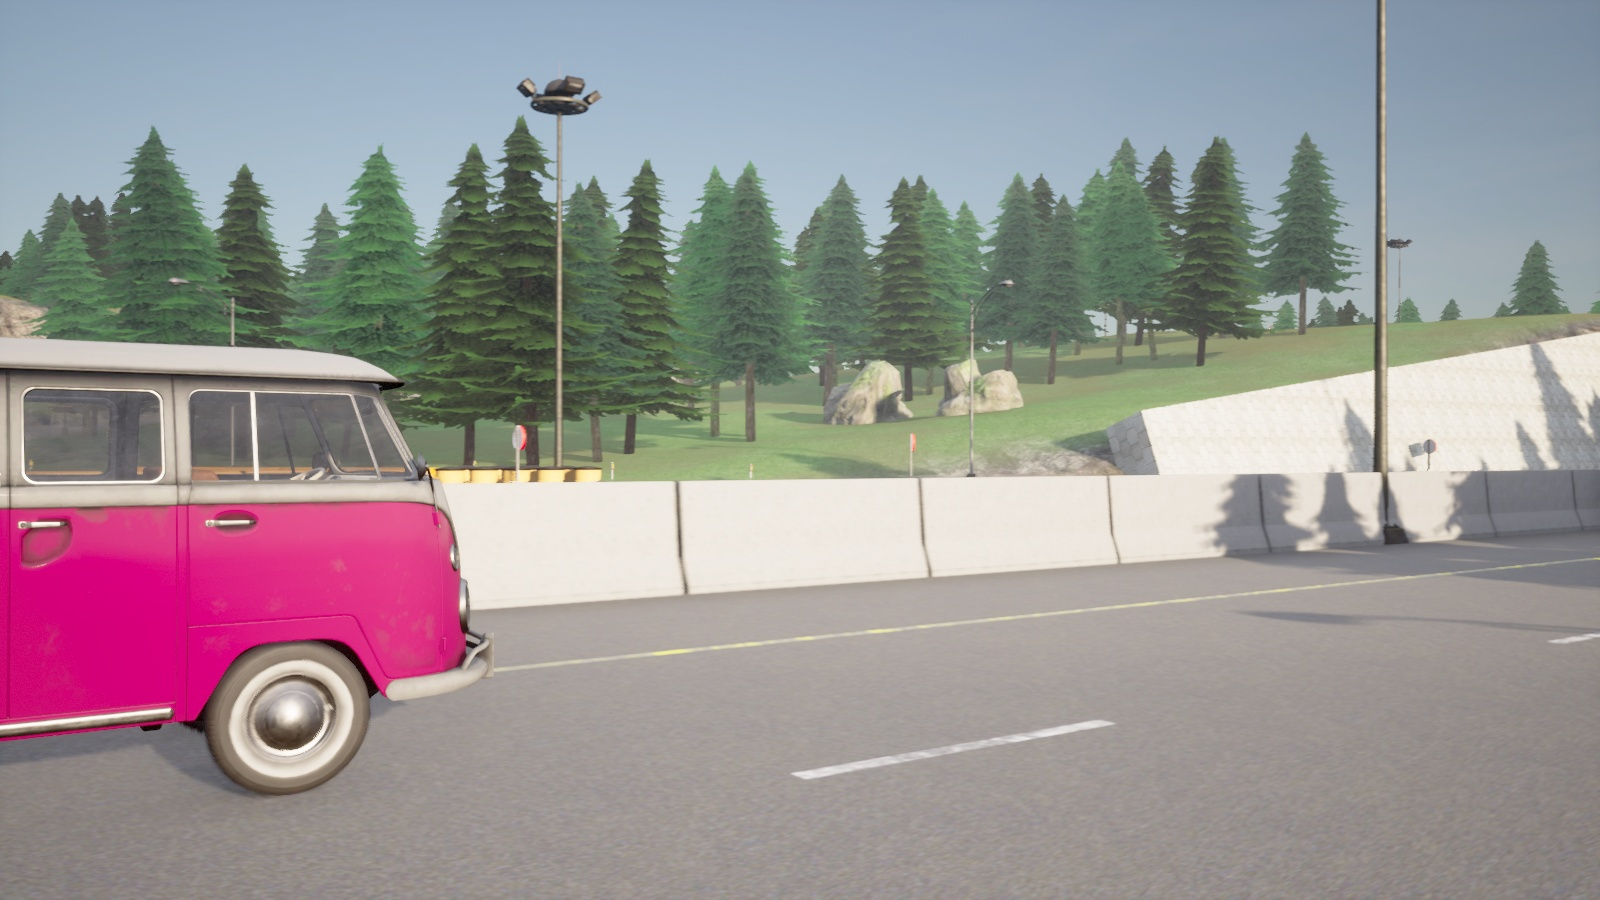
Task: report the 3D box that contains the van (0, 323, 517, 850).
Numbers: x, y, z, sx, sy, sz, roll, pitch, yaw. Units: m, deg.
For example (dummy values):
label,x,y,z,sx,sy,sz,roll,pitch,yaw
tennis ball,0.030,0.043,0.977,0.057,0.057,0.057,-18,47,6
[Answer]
label,x,y,z,sx,sy,sz,roll,pitch,yaw
van,-3.666,0.518,5.373,4.442,1.987,1.775,0,0,-35
